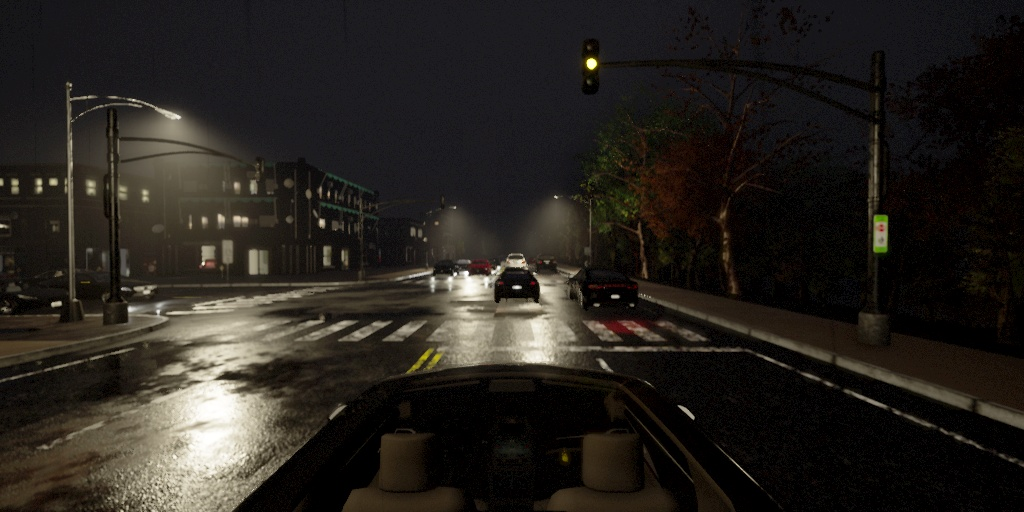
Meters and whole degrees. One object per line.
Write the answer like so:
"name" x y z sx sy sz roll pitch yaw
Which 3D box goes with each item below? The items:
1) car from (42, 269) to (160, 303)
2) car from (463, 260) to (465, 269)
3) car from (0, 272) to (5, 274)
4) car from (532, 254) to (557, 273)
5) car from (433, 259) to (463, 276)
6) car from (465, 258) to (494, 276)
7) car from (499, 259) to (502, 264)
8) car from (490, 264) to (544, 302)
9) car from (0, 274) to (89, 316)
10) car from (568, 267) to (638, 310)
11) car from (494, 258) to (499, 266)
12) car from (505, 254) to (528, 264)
"car" -19.207 1.436 16.640 4.674 1.442 1.812 -1 1 2
"car" -6.217 1.173 45.494 1.895 1.301 4.718 0 0 1
"car" -33.642 1.579 22.587 4.207 1.307 1.802 0 0 1
"car" 3.671 0.816 39.868 2.150 2.045 5.566 0 0 0
"car" -6.314 1.094 34.855 1.882 1.535 5.008 0 0 1
"car" -3.058 1.095 34.696 1.882 1.535 5.008 0 0 1
"car" -2.822 1.020 59.492 1.837 1.490 4.892 0 0 1
"car" 0.223 1.254 16.717 1.994 1.385 4.181 0 0 0
"car" -19.847 1.521 13.950 4.313 1.339 1.948 0 0 1
"car" 3.453 1.177 14.380 1.882 1.535 5.008 0 1 1
"car" -2.969 1.099 45.097 1.812 1.442 4.674 0 0 1
"car" 0.428 0.813 40.692 2.150 2.045 5.566 0 0 1
